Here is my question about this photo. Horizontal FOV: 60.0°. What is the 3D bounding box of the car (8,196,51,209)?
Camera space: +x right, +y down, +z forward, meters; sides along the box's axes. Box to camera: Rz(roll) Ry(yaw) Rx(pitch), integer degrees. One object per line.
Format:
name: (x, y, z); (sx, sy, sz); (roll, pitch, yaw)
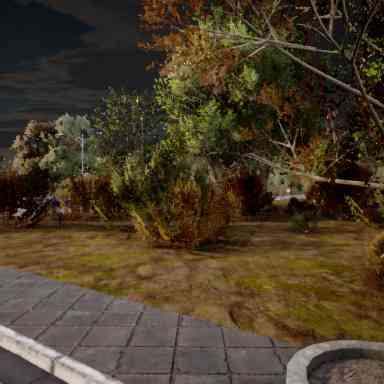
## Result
car: (-20.746, 1.275, 42.635); (1.812, 1.442, 4.674); (0, 0, 32)

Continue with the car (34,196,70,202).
car: (-17.349, 1.125, 41.462); (2.097, 1.767, 4.553); (0, 0, 32)
